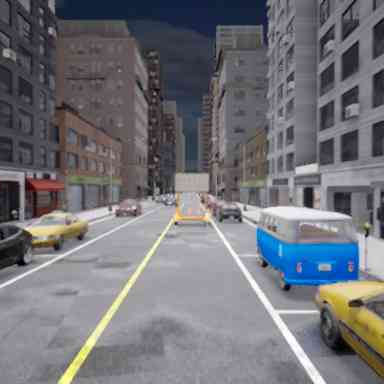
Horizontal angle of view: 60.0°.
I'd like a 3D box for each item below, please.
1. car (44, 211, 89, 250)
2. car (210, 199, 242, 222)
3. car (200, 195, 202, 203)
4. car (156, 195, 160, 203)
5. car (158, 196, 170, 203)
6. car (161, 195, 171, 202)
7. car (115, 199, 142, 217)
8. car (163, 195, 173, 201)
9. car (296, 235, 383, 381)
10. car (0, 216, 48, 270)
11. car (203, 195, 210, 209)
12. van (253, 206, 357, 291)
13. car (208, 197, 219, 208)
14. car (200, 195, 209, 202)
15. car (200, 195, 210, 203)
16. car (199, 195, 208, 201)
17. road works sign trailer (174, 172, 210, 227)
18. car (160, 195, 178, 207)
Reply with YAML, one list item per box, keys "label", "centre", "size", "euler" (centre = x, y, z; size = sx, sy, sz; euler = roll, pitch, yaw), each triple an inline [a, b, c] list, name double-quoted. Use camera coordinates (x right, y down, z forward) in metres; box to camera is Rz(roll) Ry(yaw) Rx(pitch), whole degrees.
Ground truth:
- label: "car"
  centre: [-5.776, 1.497, 14.068]
  size: [1.752, 1.417, 4.829]
  euler: [-1, 0, 0]
- label: "car"
  centre: [2.746, 1.504, 25.250]
  size: [2.008, 1.369, 4.403]
  euler: [-1, 0, 0]
- label: "car"
  centre: [2.737, 1.475, 63.787]
  size: [1.947, 1.339, 4.313]
  euler: [-1, 0, 0]
- label: "car"
  centre: [-5.790, 1.349, 63.784]
  size: [1.967, 1.590, 4.097]
  euler: [-1, 0, 0]
- label: "car"
  centre: [-5.790, 1.471, 69.290]
  size: [1.947, 1.339, 4.313]
  euler: [-1, 0, 0]
- label: "car"
  centre: [-5.791, 1.451, 74.795]
  size: [2.008, 1.369, 4.403]
  euler: [-1, 0, 0]
- label: "car"
  centre: [-5.781, 1.386, 30.753]
  size: [1.967, 1.590, 4.097]
  euler: [-1, 0, 0]
- label: "car"
  centre: [-5.792, 1.441, 80.300]
  size: [1.887, 1.381, 4.507]
  euler: [-1, 0, 0]
- label: "car"
  centre: [2.752, 1.518, 3.401]
  size: [1.752, 1.417, 4.829]
  euler: [-1, 0, 0]
- label: "car"
  centre: [-5.774, 1.547, 8.733]
  size: [1.947, 1.339, 4.313]
  euler: [-1, 0, 0]
- label: "car"
  centre: [2.740, 1.372, 41.766]
  size: [1.967, 1.590, 4.097]
  euler: [-1, 0, 0]
- label: "van"
  centre: [2.748, 1.322, 8.735]
  size: [1.690, 1.788, 3.998]
  euler: [-1, 0, 0]
- label: "car"
  centre: [2.745, 1.490, 30.756]
  size: [1.887, 1.381, 4.507]
  euler: [-1, 0, 0]
- label: "car"
  centre: [2.734, 1.445, 74.797]
  size: [1.887, 1.381, 4.507]
  euler: [-1, 0, 0]
- label: "car"
  centre: [2.735, 1.449, 69.291]
  size: [1.887, 1.381, 4.507]
  euler: [-1, 0, 0]
- label: "car"
  centre: [2.732, 1.441, 80.302]
  size: [1.887, 1.381, 4.507]
  euler: [-1, 0, 0]
- label: "road works sign trailer"
  centre: [0.007, 0.422, 22.386]
  size: [2.380, 3.560, 2.880]
  euler: [0, 0, 0]
- label: "car"
  centre: [-3.088, 1.413, 49.201]
  size: [2.128, 1.511, 4.902]
  euler: [0, 0, 0]
